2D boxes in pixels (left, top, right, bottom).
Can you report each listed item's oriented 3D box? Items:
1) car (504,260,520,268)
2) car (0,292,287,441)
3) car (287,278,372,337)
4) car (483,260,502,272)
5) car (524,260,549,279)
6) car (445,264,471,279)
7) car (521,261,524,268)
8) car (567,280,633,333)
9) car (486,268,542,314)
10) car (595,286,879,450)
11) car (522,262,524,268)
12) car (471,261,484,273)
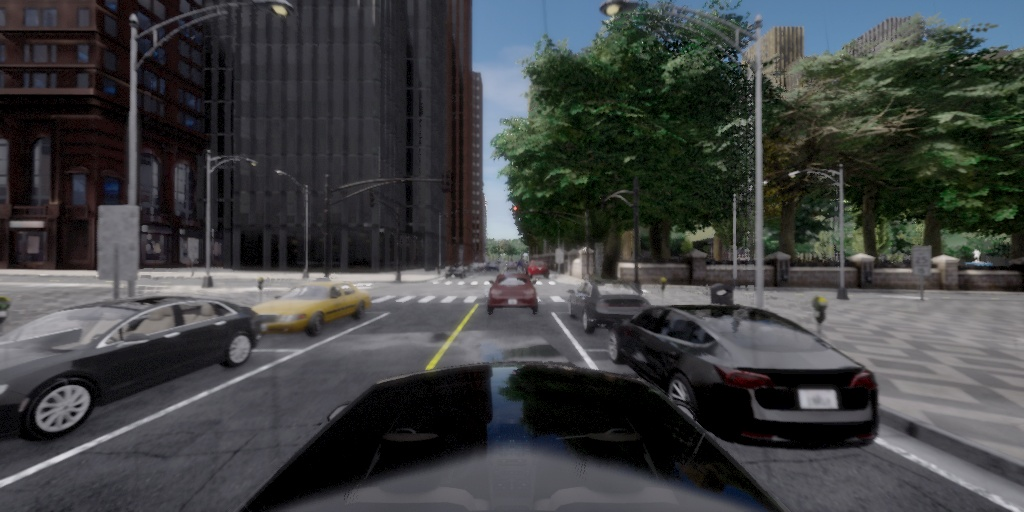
[{"bbox_3d":[-0.003,1.868,64.606,2.033,1.411,5.357,0,-1,0],"label":"car"},{"bbox_3d":[-5.764,1.330,5.294,2.007,1.370,4.403,0,0,0],"label":"car"},{"bbox_3d":[-5.766,1.352,10.637,1.751,1.417,4.829,0,0,0],"label":"car"},{"bbox_3d":[-3.094,1.601,57.156,2.097,1.767,4.553,0,-1,0],"label":"car"},{"bbox_3d":[2.746,1.377,37.483,2.192,1.841,5.009,0,0,0],"label":"car"},{"bbox_3d":[-5.779,1.627,37.470,1.948,1.339,4.313,0,0,0],"label":"car"},{"bbox_3d":[2.738,1.768,53.851,2.007,1.370,4.403,0,0,0],"label":"car"},{"bbox_3d":[2.759,1.378,10.820,2.007,1.370,4.403,0,0,0],"label":"car"},{"bbox_3d":[0.037,1.382,14.279,1.812,1.442,4.674,0,0,0],"label":"car"},{"bbox_3d":[2.761,1.346,5.307,1.948,1.339,4.313,0,0,0],"label":"car"},{"bbox_3d":[2.741,1.732,48.395,1.948,1.339,4.313,0,0,0],"label":"car"},{"bbox_3d":[-5.787,1.768,53.840,2.007,1.370,4.403,0,0,0],"label":"car"}]
